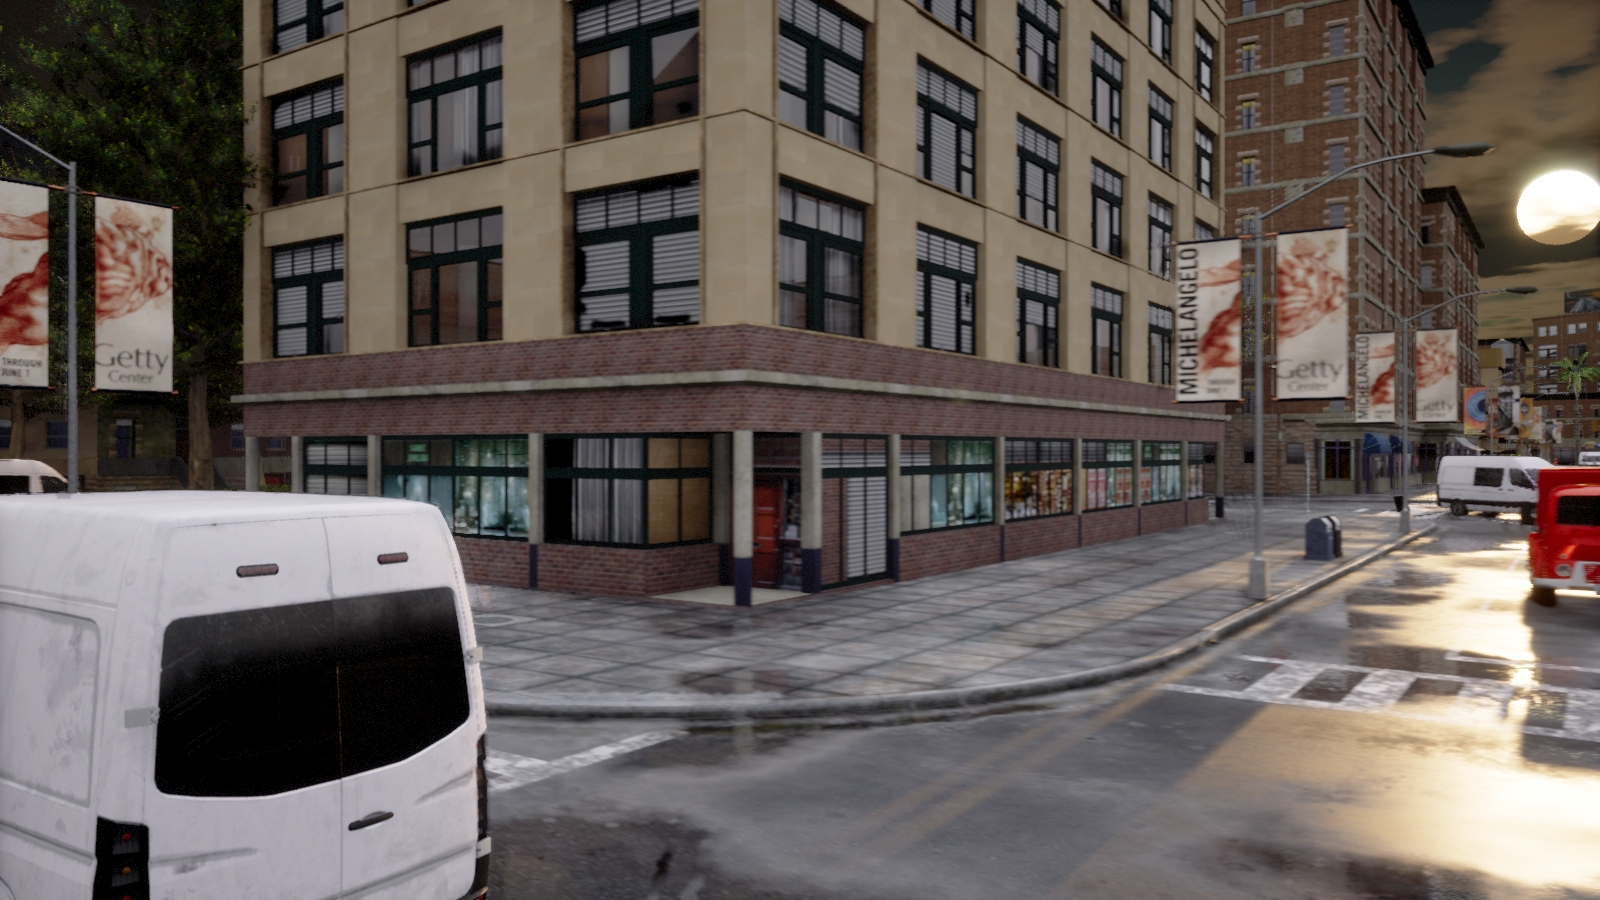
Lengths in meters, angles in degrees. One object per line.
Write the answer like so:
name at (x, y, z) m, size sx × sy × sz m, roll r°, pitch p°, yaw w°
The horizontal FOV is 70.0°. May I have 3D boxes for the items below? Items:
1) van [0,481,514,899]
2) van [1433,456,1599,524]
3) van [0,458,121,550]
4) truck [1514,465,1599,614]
van at (-4.515, 1.534, 6.959) m, size 5.915 × 2.561 × 1.988 m, roll 0°, pitch 0°, yaw 35°
van at (29.109, 1.534, 46.712) m, size 1.988 × 2.561 × 5.915 m, roll 0°, pitch 0°, yaw -16°
van at (-23.126, 1.533, 32.964) m, size 1.988 × 2.561 × 5.915 m, roll 0°, pitch 0°, yaw 28°
truck at (15.251, 1.564, 21.696) m, size 2.627 × 2.467 × 5.204 m, roll 0°, pitch 0°, yaw 35°
